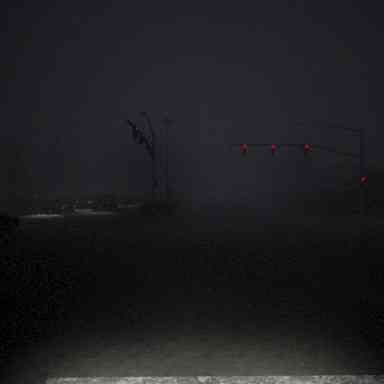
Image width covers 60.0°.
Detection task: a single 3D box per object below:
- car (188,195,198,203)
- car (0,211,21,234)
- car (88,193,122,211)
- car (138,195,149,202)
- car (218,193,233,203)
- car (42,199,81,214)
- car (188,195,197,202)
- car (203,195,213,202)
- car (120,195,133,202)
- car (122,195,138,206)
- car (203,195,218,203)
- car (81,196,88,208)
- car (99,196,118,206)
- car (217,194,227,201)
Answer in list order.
[{"bbox_3d":[0.213,1.446,68.113,1.837,1.490,4.892,0,0,0],"label":"car"},{"bbox_3d":[-10.573,1.590,16.468,1.895,1.301,4.718,0,0,0],"label":"car"},{"bbox_3d":[-10.545,1.188,40.772,2.150,2.045,5.566,0,0,0],"label":"car"},{"bbox_3d":[-10.382,1.323,70.600,2.128,1.511,4.902,0,0,0],"label":"car"},{"bbox_3d":[7.213,1.165,68.419,2.150,2.045,5.566,0,0,0],"label":"car"},{"bbox_3d":[-14.041,1.519,35.483,2.033,1.411,5.357,0,0,0],"label":"car"},{"bbox_3d":[0.131,1.485,78.185,1.994,1.385,4.181,0,0,0],"label":"car"},{"bbox_3d":[3.631,1.458,78.214,2.128,1.511,4.902,0,0,0],"label":"car"},{"bbox_3d":[-13.882,1.329,70.524,1.812,1.442,4.674,0,0,0],"label":"car"},{"bbox_3d":[-10.498,1.480,54.204,1.812,1.442,4.674,0,0,0],"label":"car"},{"bbox_3d":[3.712,1.447,67.814,1.837,1.490,4.892,0,0,0],"label":"car"},{"bbox_3d":[-14.022,1.315,44.912,2.097,1.767,4.553,0,0,0],"label":"car"},{"bbox_3d":[-13.988,1.430,56.171,1.882,1.535,5.008,0,0,0],"label":"car"},{"bbox_3d":[7.135,1.286,80.170,2.097,1.767,4.553,0,0,1],"label":"car"}]
